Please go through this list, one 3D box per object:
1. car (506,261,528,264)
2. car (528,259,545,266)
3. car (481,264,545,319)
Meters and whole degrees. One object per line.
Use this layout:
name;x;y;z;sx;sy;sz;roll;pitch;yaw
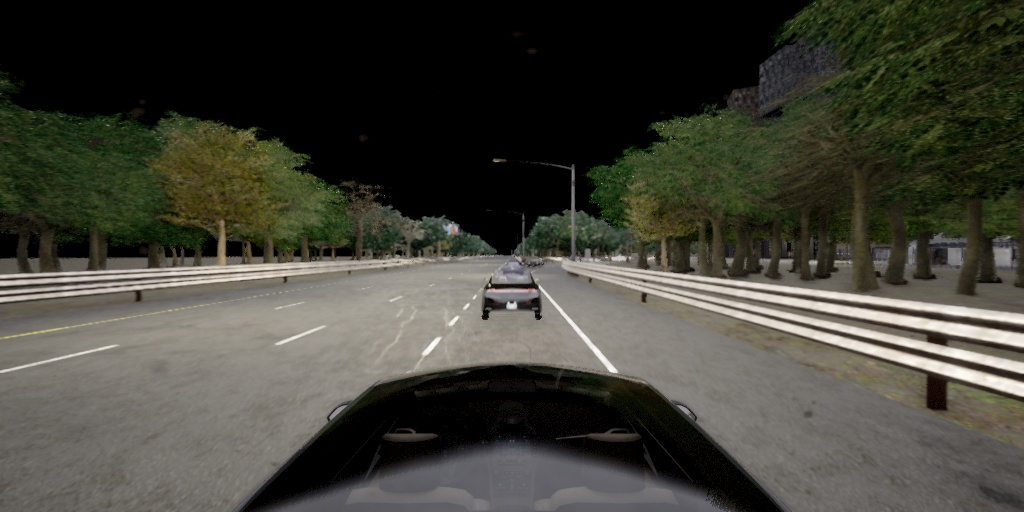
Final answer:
car;0.268;1.174;36.524;1.994;1.385;4.181;0;0;4
car;3.858;1.129;56.185;1.895;1.301;4.718;0;0;17
car;-0.005;1.198;12.525;2.128;1.511;4.902;0;0;0
